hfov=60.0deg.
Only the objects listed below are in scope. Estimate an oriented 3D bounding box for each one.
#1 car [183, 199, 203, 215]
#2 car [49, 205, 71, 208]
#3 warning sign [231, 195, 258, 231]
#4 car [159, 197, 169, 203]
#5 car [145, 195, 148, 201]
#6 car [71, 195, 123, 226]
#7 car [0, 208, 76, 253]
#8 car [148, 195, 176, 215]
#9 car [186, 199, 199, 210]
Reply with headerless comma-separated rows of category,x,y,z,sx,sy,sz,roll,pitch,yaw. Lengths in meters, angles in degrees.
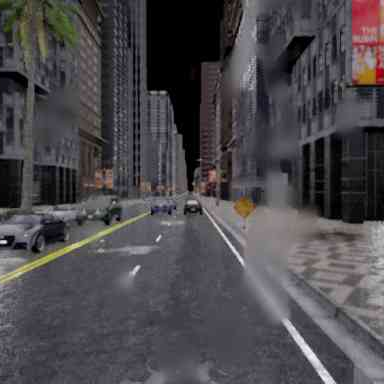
car,0.111,1.564,34.928,1.882,1.535,5.008,0,0,0
car,-9.831,1.636,24.758,1.895,1.301,4.718,0,0,0
warning sign,2.867,1.129,18.188,1.300,1.860,1.060,1,0,0
car,-6.471,1.902,77.761,1.895,1.301,4.718,0,-1,0
car,-9.722,1.663,77.826,2.097,1.767,4.553,0,-1,0
car,-6.580,1.256,24.321,2.150,2.045,5.566,0,0,0
car,-6.588,1.569,13.627,1.994,1.385,4.181,0,0,0
car,-3.140,1.441,35.526,2.097,1.767,4.553,0,0,0
car,0.096,1.692,47.414,1.812,1.442,4.674,0,0,0
